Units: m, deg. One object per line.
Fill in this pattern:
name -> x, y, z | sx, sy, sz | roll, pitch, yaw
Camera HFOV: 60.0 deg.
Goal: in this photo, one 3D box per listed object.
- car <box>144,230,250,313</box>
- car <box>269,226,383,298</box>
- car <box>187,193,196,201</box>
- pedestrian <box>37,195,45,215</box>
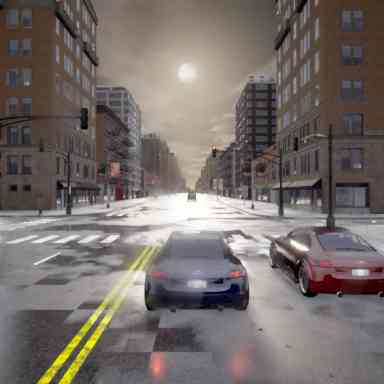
car -> 0.085, 1.563, 7.762 | 1.994, 1.385, 4.181 | 0, 0, 0
car -> 3.335, 1.563, 8.581 | 1.994, 1.385, 4.181 | 0, 0, 0
car -> -0.025, 1.201, 80.278 | 2.150, 2.045, 5.566 | 0, 0, 0
pedestrian -> -14.152, 1.166, 31.080 | 0.375, 1.860, 0.375 | 0, 0, 0
